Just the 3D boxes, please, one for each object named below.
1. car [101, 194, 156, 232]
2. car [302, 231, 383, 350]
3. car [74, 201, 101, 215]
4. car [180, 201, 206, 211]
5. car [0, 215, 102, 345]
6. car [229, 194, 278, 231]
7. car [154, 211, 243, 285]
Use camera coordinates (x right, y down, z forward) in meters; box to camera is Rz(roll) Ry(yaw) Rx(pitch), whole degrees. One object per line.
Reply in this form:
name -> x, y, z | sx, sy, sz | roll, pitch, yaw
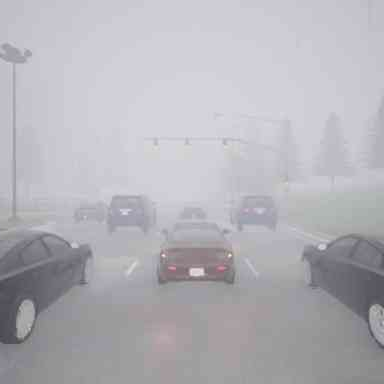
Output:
car -> -3.395, 1.147, 19.491 | 2.150, 2.045, 5.566 | 0, 0, 0
car -> 3.602, 1.453, 6.148 | 1.882, 1.535, 5.008 | 0, 0, 0
car -> -6.895, 1.399, 23.901 | 2.128, 1.511, 4.902 | 0, 0, 0
car -> 0.106, 1.428, 24.988 | 1.812, 1.442, 4.674 | 0, 0, 0
car -> -3.400, 1.452, 6.346 | 1.882, 1.535, 5.008 | 0, 0, 0
car -> 3.601, 1.145, 20.276 | 2.150, 2.045, 5.566 | 0, 1, 0
car -> 0.101, 1.489, 9.239 | 1.812, 1.442, 4.674 | 0, 0, 0
